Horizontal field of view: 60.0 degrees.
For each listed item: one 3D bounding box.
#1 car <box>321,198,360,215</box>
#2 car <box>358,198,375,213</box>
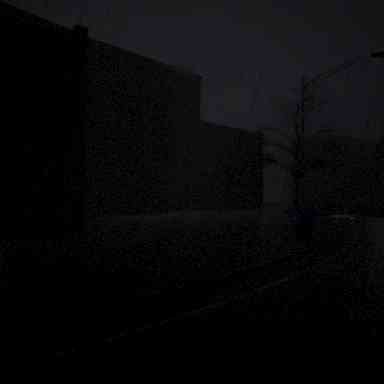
[{"bbox_3d":[14.508,1.502,33.203,1.994,1.385,4.181,1,0,2],"label":"car"},{"bbox_3d":[18.240,1.441,36.917,1.882,1.535,5.008,1,0,0],"label":"car"}]
